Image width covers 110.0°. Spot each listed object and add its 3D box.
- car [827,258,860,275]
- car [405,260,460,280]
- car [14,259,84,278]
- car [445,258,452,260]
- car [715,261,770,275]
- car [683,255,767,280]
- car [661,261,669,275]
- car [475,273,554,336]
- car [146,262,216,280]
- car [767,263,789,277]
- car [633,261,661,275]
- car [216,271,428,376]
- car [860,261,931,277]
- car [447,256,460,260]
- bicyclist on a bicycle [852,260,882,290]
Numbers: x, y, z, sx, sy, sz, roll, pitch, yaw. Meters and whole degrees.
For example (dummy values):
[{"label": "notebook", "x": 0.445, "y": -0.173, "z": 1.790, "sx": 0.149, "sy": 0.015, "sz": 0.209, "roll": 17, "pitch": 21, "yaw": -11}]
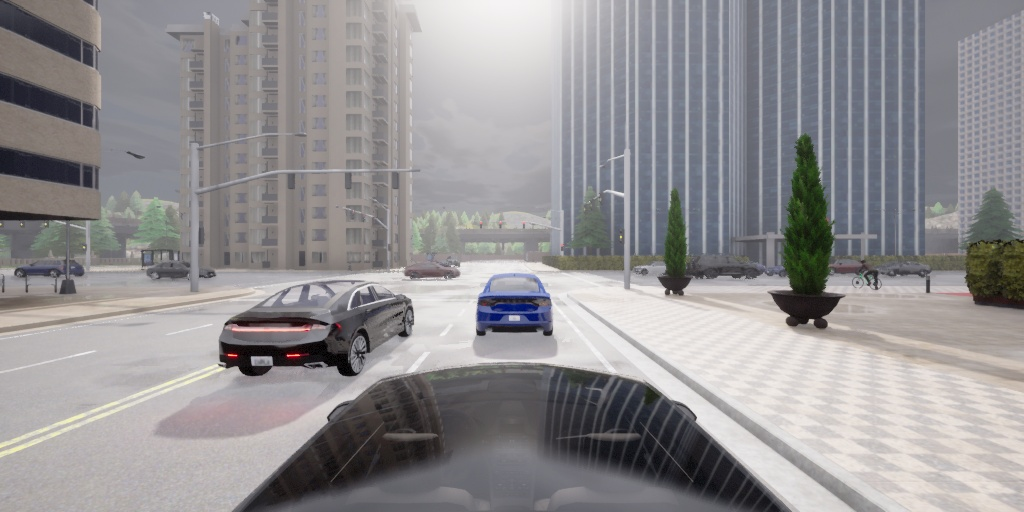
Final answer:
[{"label": "car", "x": 34.351, "y": 1.102, "z": 37.997, "sx": 4.553, "sy": 1.767, "sz": 2.097, "roll": 0, "pitch": 0, "yaw": 0}, {"label": "car", "x": -6.735, "y": 1.276, "z": 30.363, "sx": 4.674, "sy": 1.442, "sz": 1.812, "roll": 0, "pitch": 0, "yaw": -1}, {"label": "car", "x": -43.391, "y": 1.102, "z": 33.659, "sx": 4.553, "sy": 1.767, "sz": 2.097, "roll": 0, "pitch": 0, "yaw": -1}, {"label": "car", "x": -10.633, "y": 1.351, "z": 53.547, "sx": 1.895, "sy": 1.301, "sz": 4.718, "roll": 0, "pitch": 0, "yaw": 0}, {"label": "car", "x": 24.266, "y": 1.276, "z": 37.896, "sx": 4.674, "sy": 1.442, "sz": 1.812, "roll": 0, "pitch": 0, "yaw": 0}, {"label": "car", "x": 18.004, "y": 0.971, "z": 30.632, "sx": 5.566, "sy": 2.045, "sz": 2.150, "roll": 0, "pitch": 0, "yaw": -1}, {"label": "car", "x": 16.987, "y": 1.314, "z": 34.321, "sx": 4.181, "sy": 1.385, "sz": 1.994, "roll": 0, "pitch": 0, "yaw": -1}, {"label": "car", "x": 0.069, "y": 1.228, "z": 10.429, "sx": 1.882, "sy": 1.535, "sz": 5.008, "roll": 0, "pitch": 0, "yaw": 0}, {"label": "car", "x": -27.706, "y": 1.250, "z": 30.138, "sx": 4.892, "sy": 1.490, "sz": 1.837, "roll": 1, "pitch": 0, "yaw": -1}, {"label": "car", "x": 26.906, "y": 1.276, "z": 34.420, "sx": 4.674, "sy": 1.442, "sz": 1.812, "roll": 0, "pitch": 0, "yaw": 0}, {"label": "car", "x": 15.183, "y": 1.276, "z": 37.802, "sx": 4.674, "sy": 1.442, "sz": 1.812, "roll": 0, "pitch": 0, "yaw": -1}, {"label": "car", "x": -3.447, "y": 1.242, "z": 7.390, "sx": 2.128, "sy": 1.511, "sz": 4.902, "roll": 0, "pitch": 0, "yaw": 0}, {"label": "car", "x": 37.227, "y": 1.242, "z": 34.521, "sx": 4.902, "sy": 1.511, "sz": 2.128, "roll": 0, "pitch": 0, "yaw": 0}, {"label": "car", "x": -10.602, "y": 0.971, "z": 64.221, "sx": 2.150, "sy": 2.045, "sz": 5.566, "roll": 0, "pitch": 0, "yaw": 0}, {"label": "bicyclist on a bicycle", "x": 19.628, "y": 1.051, "z": 19.865, "sx": 0.582, "sy": 1.620, "sz": 1.656, "roll": 0, "pitch": 0, "yaw": -1}]
